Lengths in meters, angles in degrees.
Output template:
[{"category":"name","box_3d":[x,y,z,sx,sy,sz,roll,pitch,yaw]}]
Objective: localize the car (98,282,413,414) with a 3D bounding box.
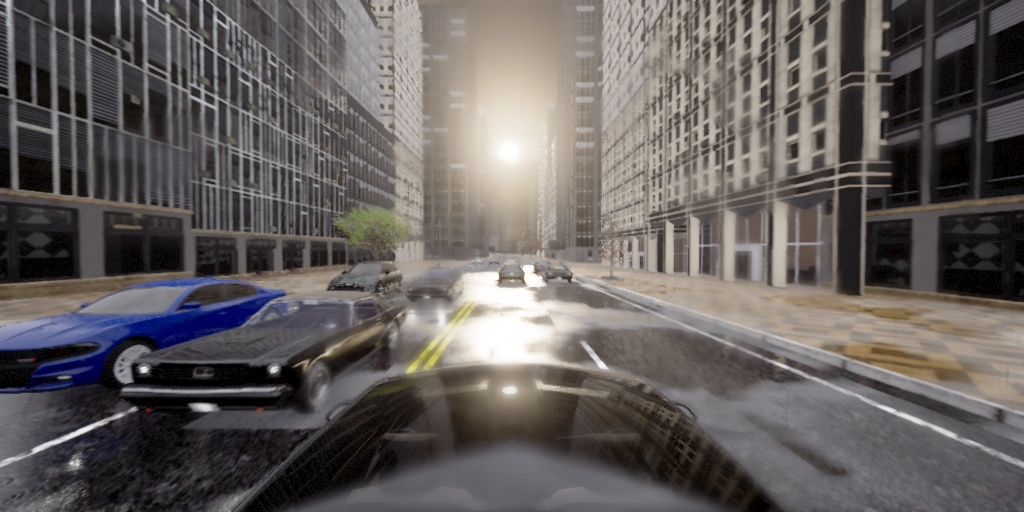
[{"category":"car","box_3d":[-3.351,1.331,6.107,1.895,1.301,4.718,0,0,0]}]

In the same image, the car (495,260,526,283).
[{"category":"car","box_3d":[-0.005,1.208,26.925,1.994,1.385,4.181,0,0,0]}]

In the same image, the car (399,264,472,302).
[{"category":"car","box_3d":[-3.349,1.234,16.811,2.033,1.411,5.357,0,0,0]}]

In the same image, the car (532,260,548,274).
[{"category":"car","box_3d":[3.252,1.140,38.528,2.033,1.411,5.357,0,0,1]}]

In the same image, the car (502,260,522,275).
[{"category":"car","box_3d":[0.002,1.139,38.529,2.033,1.411,5.357,0,0,1]}]

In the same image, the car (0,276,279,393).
[{"category":"car","box_3d":[-6.600,1.204,7.021,1.882,1.535,5.008,0,0,0]}]

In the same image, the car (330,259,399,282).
[{"category":"car","box_3d":[-6.596,1.038,16.689,2.097,1.767,4.553,0,0,0]}]

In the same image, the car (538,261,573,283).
[{"category":"car","box_3d":[3.243,1.247,26.537,1.895,1.301,4.718,0,0,0]}]
